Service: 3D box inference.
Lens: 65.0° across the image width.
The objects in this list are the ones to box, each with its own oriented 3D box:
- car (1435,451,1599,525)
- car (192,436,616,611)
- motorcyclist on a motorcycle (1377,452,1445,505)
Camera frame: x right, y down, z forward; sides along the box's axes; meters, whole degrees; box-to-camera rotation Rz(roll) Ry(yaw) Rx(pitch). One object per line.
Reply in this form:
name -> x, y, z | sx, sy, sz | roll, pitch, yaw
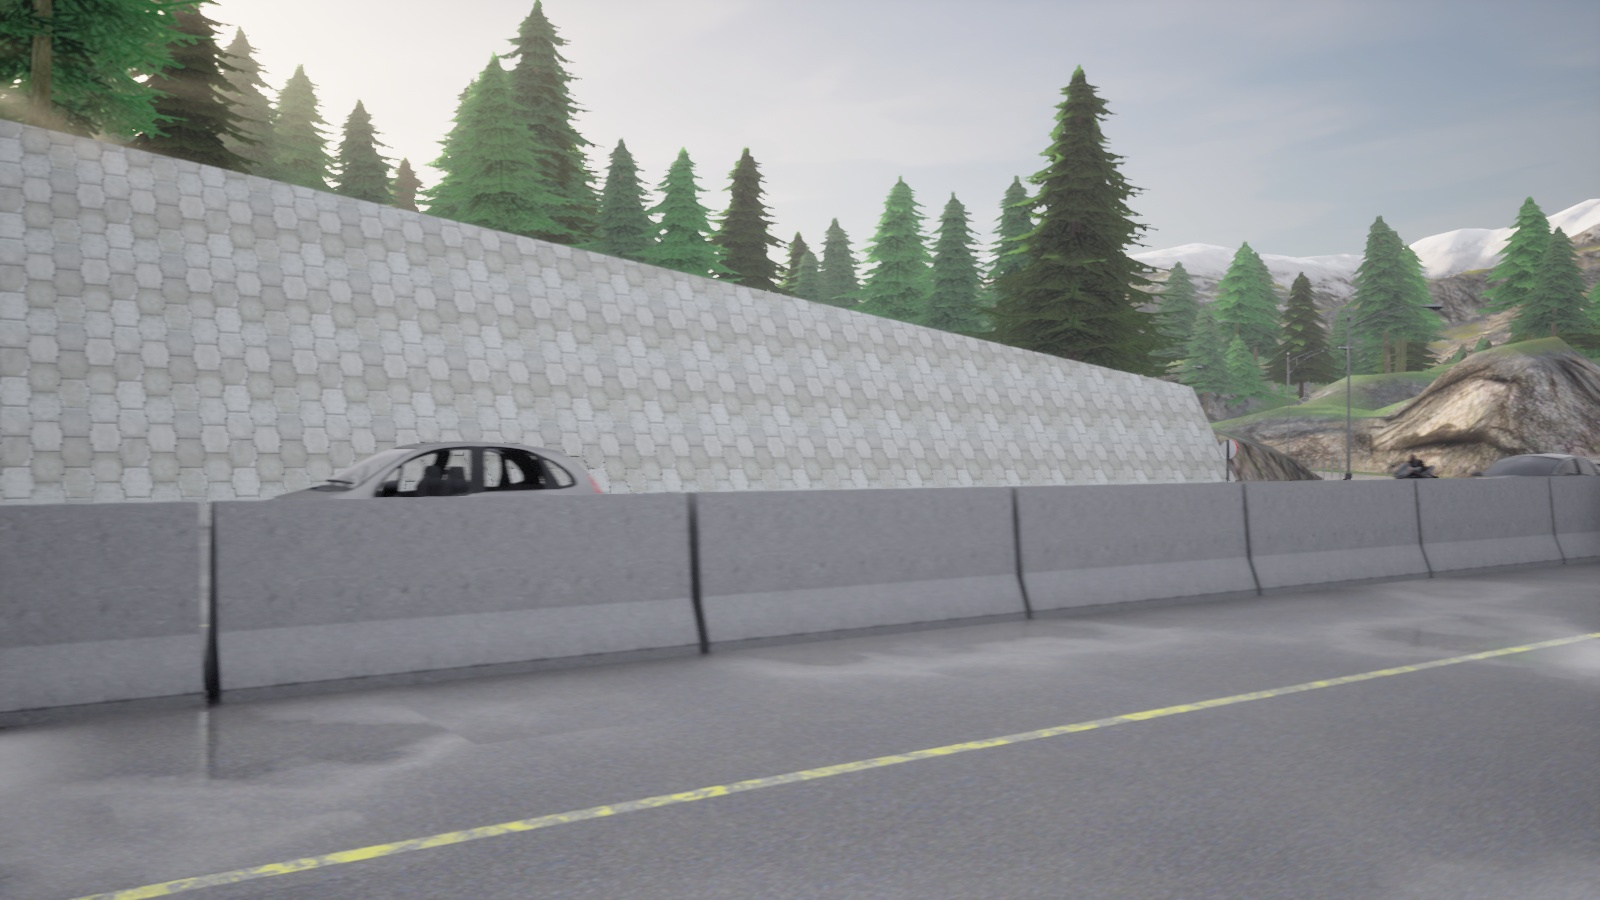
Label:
car -> 16.232, 0.783, 27.749 | 4.892, 1.490, 1.837 | 0, 0, -35
car -> -4.202, 0.685, 13.527 | 3.988, 1.617, 1.851 | 0, 0, -35
motorcyclist on a motorcycle -> 18.399, 0.833, 37.786 | 2.191, 1.530, 0.866 | 0, 0, -35
